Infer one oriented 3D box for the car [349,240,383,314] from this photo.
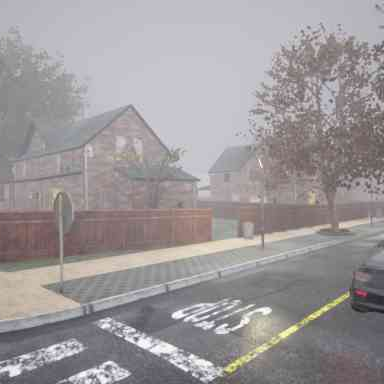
[{"bbox_3d":[4.752,1.615,6.873,1.812,1.442,4.674,-1,-1,43],"label":"car"}]
